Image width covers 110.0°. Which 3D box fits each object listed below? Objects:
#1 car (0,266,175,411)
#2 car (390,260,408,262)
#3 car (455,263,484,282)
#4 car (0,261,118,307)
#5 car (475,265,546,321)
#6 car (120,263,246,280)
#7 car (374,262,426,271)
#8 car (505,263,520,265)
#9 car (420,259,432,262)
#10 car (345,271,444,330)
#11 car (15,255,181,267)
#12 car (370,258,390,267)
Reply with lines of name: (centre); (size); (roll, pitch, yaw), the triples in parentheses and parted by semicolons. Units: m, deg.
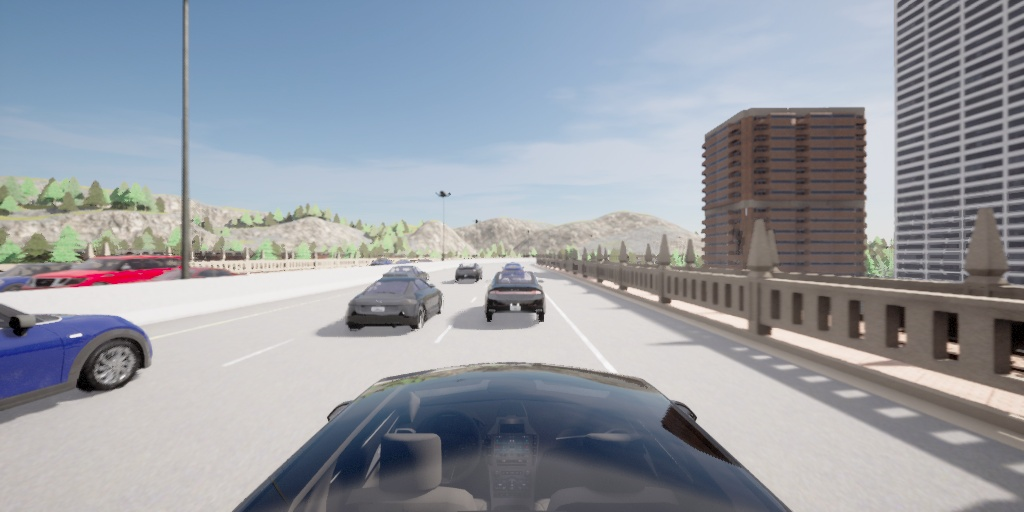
car: (-6.902, 1.104, 3.913); (2.097, 1.767, 4.553); (0, 0, 0)
car: (-17.566, 1.322, 57.732); (1.812, 1.442, 4.674); (0, 0, 0)
car: (-3.407, 1.264, 28.918); (2.128, 1.511, 4.902); (0, 0, 0)
car: (-21.103, 1.114, 15.967); (2.097, 1.767, 4.553); (0, 0, 0)
car: (0.097, 1.251, 12.455); (2.128, 1.511, 4.902); (0, 0, 0)
car: (-14.104, 1.239, 15.784); (1.882, 1.535, 5.008); (0, 0, 0)
car: (-6.906, 1.316, 23.532); (2.033, 1.411, 5.357); (0, 0, 0)
car: (0.079, 1.299, 29.959); (1.812, 1.442, 4.674); (0, 0, 0)
car: (-14.069, 1.274, 57.723); (1.882, 1.535, 5.008); (0, 0, 0)
car: (-3.402, 1.322, 11.116); (1.994, 1.385, 4.181); (0, 0, 0)
car: (-17.604, 0.983, 16.141); (2.150, 2.045, 5.566); (0, 0, 0)
car: (-21.063, 1.149, 57.805); (2.097, 1.767, 4.553); (0, 0, 0)
